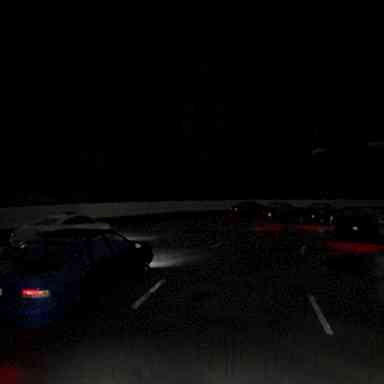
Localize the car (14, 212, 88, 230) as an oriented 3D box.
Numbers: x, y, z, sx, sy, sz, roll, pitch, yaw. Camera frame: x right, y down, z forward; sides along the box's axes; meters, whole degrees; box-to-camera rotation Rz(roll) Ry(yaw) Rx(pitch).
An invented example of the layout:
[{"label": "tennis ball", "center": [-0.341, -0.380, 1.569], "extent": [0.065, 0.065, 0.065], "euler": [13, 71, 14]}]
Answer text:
[{"label": "car", "center": [-4.808, 1.506, 12.901], "extent": [1.812, 1.442, 4.674], "euler": [0, 0, 16]}]

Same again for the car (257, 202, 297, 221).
[{"label": "car", "center": [7.562, 1.608, 27.867], "extent": [1.812, 1.442, 4.674], "euler": [0, 0, 39]}]

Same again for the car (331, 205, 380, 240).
[{"label": "car", "center": [8.821, 1.558, 17.697], "extent": [1.882, 1.535, 5.008], "euler": [0, 0, 29]}]

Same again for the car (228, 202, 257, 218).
[{"label": "car", "center": [5.620, 1.620, 31.423], "extent": [2.033, 1.411, 5.357], "euler": [0, 0, 43]}]

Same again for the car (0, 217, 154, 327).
[{"label": "car", "center": [-2.459, 1.538, 7.417], "extent": [2.033, 1.411, 5.357], "euler": [0, 0, 11]}]

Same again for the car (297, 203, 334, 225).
[{"label": "car", "center": [10.151, 1.575, 25.500], "extent": [1.882, 1.535, 5.008], "euler": [0, 0, 40]}]
